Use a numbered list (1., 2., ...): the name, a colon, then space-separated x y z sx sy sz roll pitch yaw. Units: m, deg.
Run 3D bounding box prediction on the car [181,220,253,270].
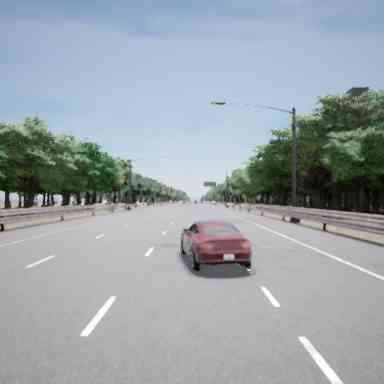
1. car: 0.717 1.685 11.600 1.812 1.442 4.674 0 -1 -8
